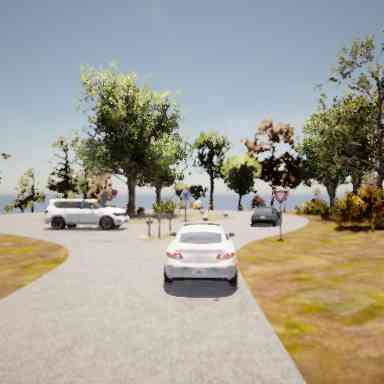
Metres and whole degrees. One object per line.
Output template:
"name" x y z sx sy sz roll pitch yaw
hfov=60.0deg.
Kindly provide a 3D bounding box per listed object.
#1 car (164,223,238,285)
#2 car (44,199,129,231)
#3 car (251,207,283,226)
"car" 0.300 1.640 9.755 1.812 1.442 4.674 0 -1 3
"car" -7.119 1.485 22.576 5.566 2.045 2.150 0 -1 6
"car" 5.990 1.871 26.461 1.994 1.385 4.181 0 -1 22
